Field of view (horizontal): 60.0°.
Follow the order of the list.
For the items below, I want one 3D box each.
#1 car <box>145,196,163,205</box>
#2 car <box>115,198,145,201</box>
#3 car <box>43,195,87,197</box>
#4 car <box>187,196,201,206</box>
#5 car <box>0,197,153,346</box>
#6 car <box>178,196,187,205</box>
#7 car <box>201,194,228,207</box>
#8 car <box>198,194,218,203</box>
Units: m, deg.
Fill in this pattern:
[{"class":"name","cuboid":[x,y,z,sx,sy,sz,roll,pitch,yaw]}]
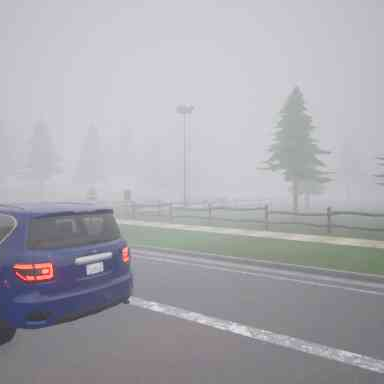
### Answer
[{"class":"car","cuboid":[-6.875,1.490,55.067,2.128,1.511,4.902,0,0,35]},{"class":"car","cuboid":[-7.721,1.477,35.556,1.882,1.535,5.008,0,0,35]},{"class":"car","cuboid":[-15.781,1.490,42.350,2.128,1.511,4.902,0,0,35]},{"class":"car","cuboid":[1.605,1.563,54.971,1.994,1.385,4.181,0,0,35]},{"class":"car","cuboid":[-3.598,1.221,6.501,5.566,2.045,2.150,0,0,36]},{"class":"car","cuboid":[-0.458,1.490,58.120,2.128,1.511,4.902,0,0,35]},{"class":"car","cuboid":[3.978,1.503,52.261,1.837,1.490,4.892,0,0,35]},{"class":"car","cuboid":[3.329,1.414,69.496,2.097,1.767,4.553,0,0,35]}]
